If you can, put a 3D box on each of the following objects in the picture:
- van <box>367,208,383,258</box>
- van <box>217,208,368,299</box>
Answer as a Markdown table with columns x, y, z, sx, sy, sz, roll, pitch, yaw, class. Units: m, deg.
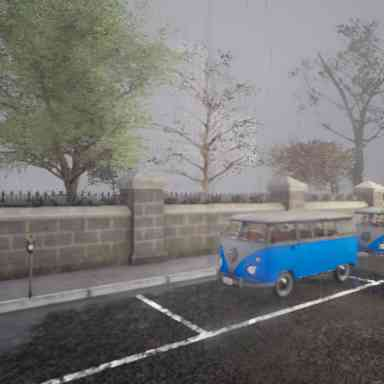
| x | y | z | sx | sy | sz | roll | pitch | yaw | class |
| --- | --- | --- | --- | --- | --- | --- | --- | --- | --- |
| 7.063 | 1.434 | 11.596 | 3.998 | 1.788 | 1.690 | 1 | 0 | -36 | van |
| 2.480 | 1.391 | 8.328 | 3.998 | 1.788 | 1.690 | 1 | 0 | -36 | van |
